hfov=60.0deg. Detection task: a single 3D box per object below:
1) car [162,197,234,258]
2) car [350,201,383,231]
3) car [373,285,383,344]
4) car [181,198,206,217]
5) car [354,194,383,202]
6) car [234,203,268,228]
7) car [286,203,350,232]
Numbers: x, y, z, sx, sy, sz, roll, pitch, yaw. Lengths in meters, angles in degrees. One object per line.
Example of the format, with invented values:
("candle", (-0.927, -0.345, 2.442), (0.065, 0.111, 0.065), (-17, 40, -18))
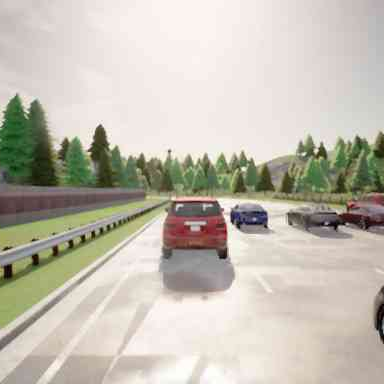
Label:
("car", (0.102, 1.190, 12.762), (2.150, 2.045, 5.566), (0, 0, 0))
("car", (10.590, 1.475, 20.179), (1.812, 1.442, 4.674), (0, 0, 0))
("car", (3.601, 1.497, 2.996), (1.837, 1.490, 4.892), (0, 0, 0))
("car", (0.105, 1.414, 31.170), (2.128, 1.511, 4.902), (0, 0, 0))
("car", (14.105, 1.157, 25.744), (2.150, 2.045, 5.566), (0, 0, 0))
("car", (3.604, 1.424, 21.645), (1.882, 1.535, 5.008), (0, 0, 0))
("car", (7.104, 1.442, 19.929), (2.128, 1.511, 4.902), (0, 0, 0))
